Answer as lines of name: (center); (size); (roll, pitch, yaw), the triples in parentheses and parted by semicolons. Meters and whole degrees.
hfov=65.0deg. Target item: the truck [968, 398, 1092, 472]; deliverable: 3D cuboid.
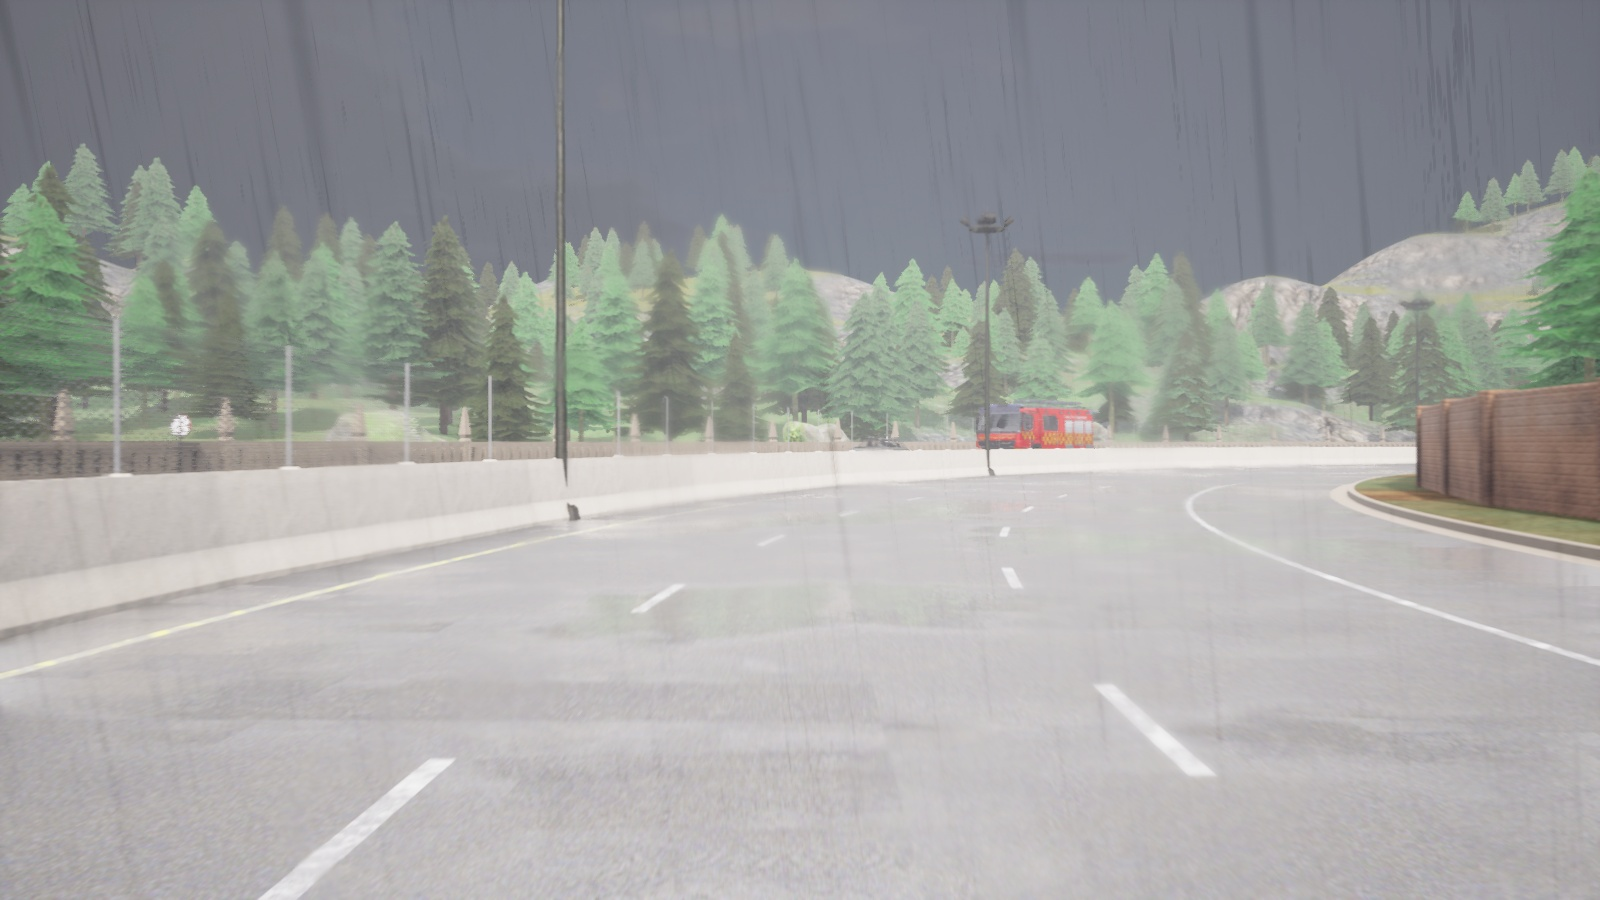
truck: (12.718, -0.787, 68.727); (2.891, 3.827, 8.468); (0, 0, 40)

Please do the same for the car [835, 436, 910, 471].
car: (4.013, 0.186, 68.906); (1.932, 1.855, 4.605); (0, 0, 36)
